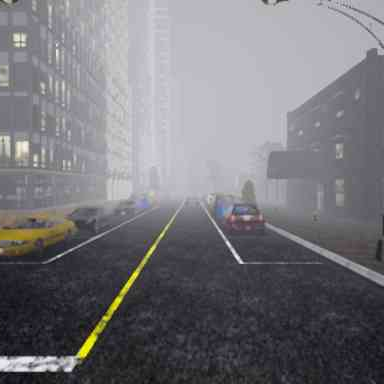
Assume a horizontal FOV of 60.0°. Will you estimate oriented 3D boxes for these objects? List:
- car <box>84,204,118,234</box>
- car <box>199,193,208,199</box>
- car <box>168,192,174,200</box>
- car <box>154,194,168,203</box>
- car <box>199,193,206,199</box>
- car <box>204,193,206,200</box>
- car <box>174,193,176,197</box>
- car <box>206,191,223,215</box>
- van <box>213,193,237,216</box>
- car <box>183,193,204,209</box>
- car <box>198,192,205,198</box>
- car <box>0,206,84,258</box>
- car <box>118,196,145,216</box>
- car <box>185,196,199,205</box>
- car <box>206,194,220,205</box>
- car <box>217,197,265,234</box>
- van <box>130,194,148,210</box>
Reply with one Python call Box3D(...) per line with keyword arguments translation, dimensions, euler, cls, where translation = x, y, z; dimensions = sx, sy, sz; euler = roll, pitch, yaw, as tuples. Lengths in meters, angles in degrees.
Box3D(translation=(-5.659, 1.435, 18.232), dimensions=(1.947, 1.339, 4.313), euler=(-1, 0, 0), cls="car")
Box3D(translation=(2.719, 0.977, 80.257), dimensions=(1.887, 1.381, 4.507), euler=(-1, 0, 0), cls="car")
Box3D(translation=(-5.631, 1.037, 74.672), dimensions=(1.947, 1.339, 4.313), euler=(-1, 0, 0), cls="car")
Box3D(translation=(-5.640, 1.116, 57.570), dimensions=(1.752, 1.417, 4.829), euler=(-1, 0, 0), cls="car")
Box3D(translation=(2.722, 0.975, 85.901), dimensions=(1.802, 1.307, 4.206), euler=(-1, 0, 0), cls="car")
Box3D(translation=(3.128, 0.913, 44.108), dimensions=(2.150, 2.045, 5.566), euler=(0, 0, 0), cls="car")
Box3D(translation=(-5.627, 0.833, 85.959), dimensions=(1.967, 1.590, 4.097), euler=(-1, 0, 0), cls="car")
Box3D(translation=(2.689, 1.105, 29.459), dimensions=(2.192, 1.841, 5.009), euler=(-1, 0, 0), cls="car")
Box3D(translation=(2.687, 1.171, 23.816), dimensions=(1.690, 1.788, 3.998), euler=(-1, 0, 0), cls="van")
Box3D(translation=(0.020, 1.203, 40.354), dimensions=(2.128, 1.511, 4.902), euler=(0, 0, 0), cls="car")
Box3D(translation=(2.724, 0.878, 91.714), dimensions=(1.752, 1.417, 4.829), euler=(-1, 0, 0), cls="car")
Box3D(translation=(-5.833, 1.436, 12.418), dimensions=(1.752, 1.417, 4.829), euler=(-1, 0, 0), cls="car")
Box3D(translation=(-5.653, 1.355, 29.521), dimensions=(1.947, 1.339, 4.313), euler=(-1, 0, 0), cls="car")
Box3D(translation=(0.025, 1.248, 49.596), dimensions=(1.895, 1.301, 4.718), euler=(0, 0, 0), cls="car")
Box3D(translation=(3.171, 1.140, 51.081), dimensions=(1.837, 1.490, 4.892), euler=(0, 0, 0), cls="car")
Box3D(translation=(2.686, 1.310, 18.173), dimensions=(1.967, 1.590, 4.097), euler=(-1, 0, 0), cls="car")
Box3D(translation=(-5.654, 1.090, 35.163), dimensions=(1.690, 1.788, 3.998), euler=(-1, 0, 0), cls="van")
